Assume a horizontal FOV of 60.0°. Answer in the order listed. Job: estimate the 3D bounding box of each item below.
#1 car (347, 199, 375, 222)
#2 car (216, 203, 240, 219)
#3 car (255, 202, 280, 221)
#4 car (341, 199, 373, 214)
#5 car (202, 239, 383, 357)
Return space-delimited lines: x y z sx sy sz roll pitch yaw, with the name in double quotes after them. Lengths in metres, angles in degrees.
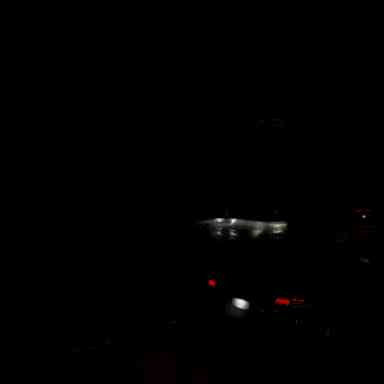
13.486 1.594 27.387 1.837 1.490 4.892 0 0 13 "car"
3.394 1.711 30.871 1.994 1.385 4.181 0 0 11 "car"
6.614 1.603 29.142 1.882 1.535 5.008 0 0 11 "car"
18.784 1.601 38.107 1.882 1.535 5.008 0 0 8 "car"
2.151 1.590 6.205 4.181 1.385 1.994 0 0 -44 "car"
